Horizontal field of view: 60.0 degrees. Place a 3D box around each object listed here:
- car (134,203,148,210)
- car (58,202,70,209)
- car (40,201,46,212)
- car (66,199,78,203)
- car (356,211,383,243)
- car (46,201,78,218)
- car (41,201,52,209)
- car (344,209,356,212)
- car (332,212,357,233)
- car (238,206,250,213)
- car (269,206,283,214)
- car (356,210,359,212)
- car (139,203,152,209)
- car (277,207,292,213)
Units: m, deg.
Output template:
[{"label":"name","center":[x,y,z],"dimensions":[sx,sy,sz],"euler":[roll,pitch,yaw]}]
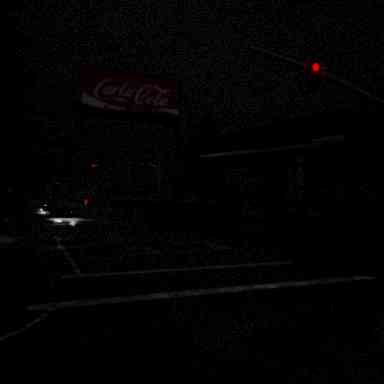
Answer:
[{"label":"car","center":[-11.503,3.246,73.503],"dimensions":[2.007,1.523,4.514],"euler":[2,-2,-26]},{"label":"car","center":[-27.015,2.789,70.131],"dimensions":[1.994,1.385,4.181],"euler":[2,-2,-26]},{"label":"car","center":[-22.806,2.209,53.423],"dimensions":[2.097,1.767,4.553],"euler":[2,-2,-26]},{"label":"car","center":[-21.744,2.292,59.618],"dimensions":[2.150,2.045,5.566],"euler":[2,-2,-26]},{"label":"car","center":[12.841,2.379,21.358],"dimensions":[3.866,1.878,1.905],"euler":[2,-2,-26]},{"label":"car","center":[-15.444,2.176,39.374],"dimensions":[1.837,1.490,4.892],"euler":[2,-1,-37]},{"label":"car","center":[-29.315,2.578,66.879],"dimensions":[1.837,1.490,4.892],"euler":[2,-2,-26]},{"label":"car","center":[33.618,4.550,75.172],"dimensions":[2.152,1.636,5.027],"euler":[2,-2,-26]},{"label":"car","center":[14.221,2.790,28.345],"dimensions":[4.611,1.667,2.242],"euler":[2,-2,-26]},{"label":"car","center":[10.628,3.814,72.451],"dimensions":[2.007,1.523,4.514],"euler":[2,-2,-26]},{"label":"car","center":[19.605,4.208,76.824],"dimensions":[1.845,1.501,3.633],"euler":[2,-2,-26]},{"label":"car","center":[36.407,4.677,76.604],"dimensions":[2.007,1.523,4.514],"euler":[2,-2,-26]},{"label":"car","center":[-11.336,3.419,81.443],"dimensions":[1.970,1.475,3.806],"euler":[2,-2,-26]},{"label":"car","center":[25.494,4.880,91.975],"dimensions":[1.970,1.475,3.806],"euler":[2,-2,-26]}]
